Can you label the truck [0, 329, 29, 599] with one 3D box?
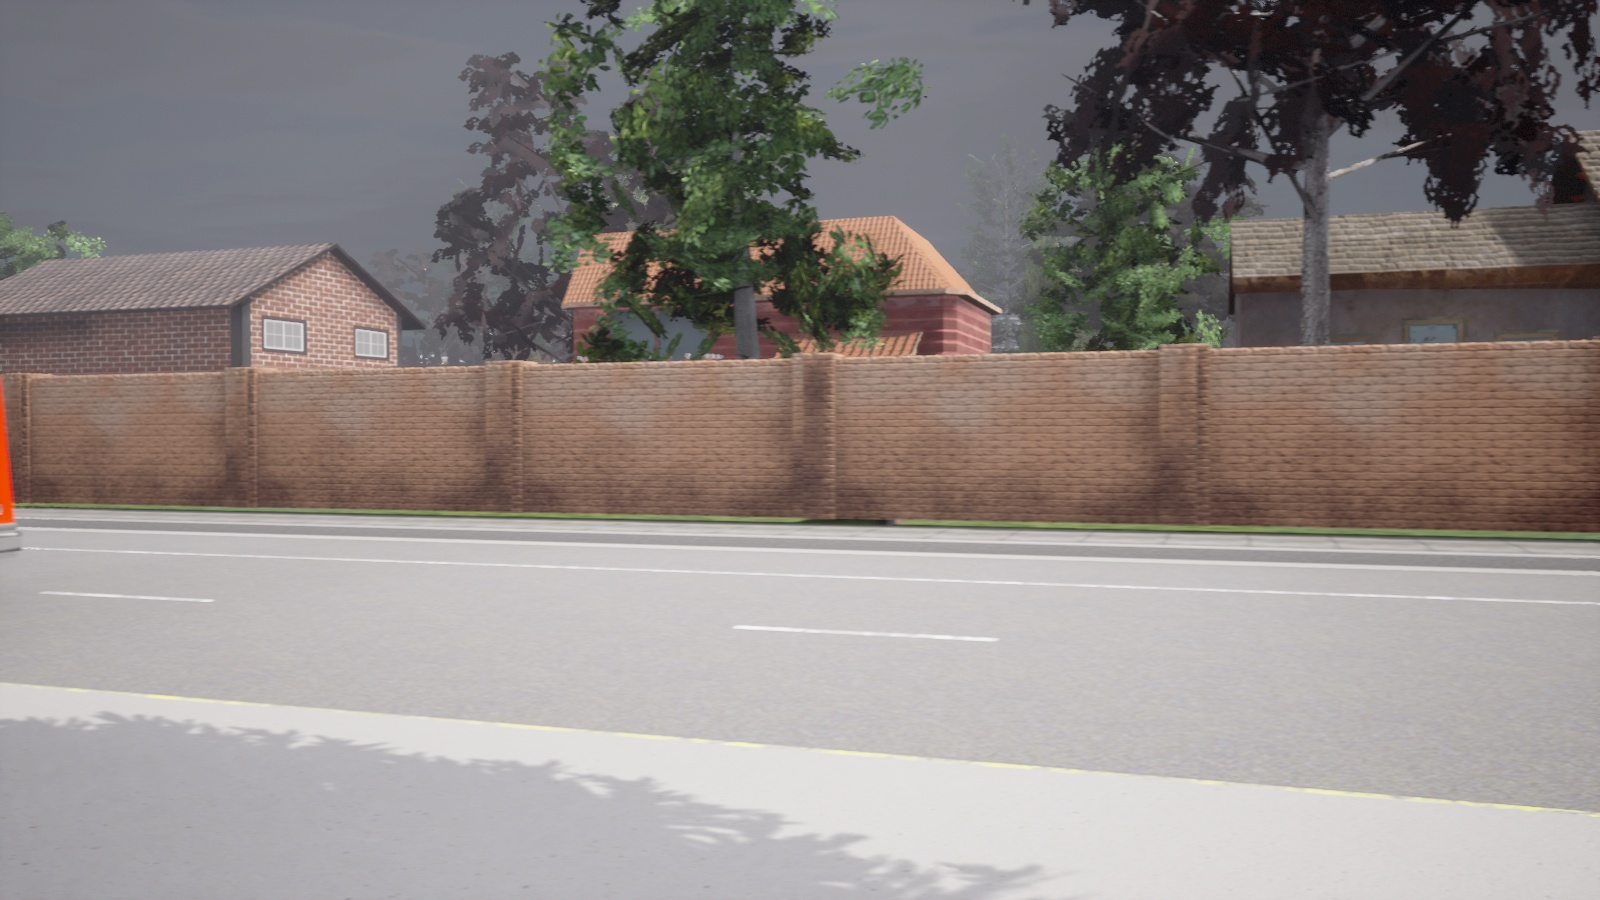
[{"bbox_3d":[-10.103,0.120,11.332,5.204,2.467,2.627,1,1,19],"label":"truck"}]
